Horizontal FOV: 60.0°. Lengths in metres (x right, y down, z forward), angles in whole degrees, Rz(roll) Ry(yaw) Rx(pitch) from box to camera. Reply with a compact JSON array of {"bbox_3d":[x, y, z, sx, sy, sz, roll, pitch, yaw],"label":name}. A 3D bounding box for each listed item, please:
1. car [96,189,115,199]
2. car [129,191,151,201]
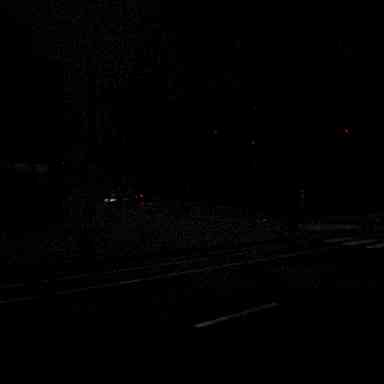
[{"bbox_3d":[-14.204,0.230,53.717,2.033,1.411,5.357,0,3,-35],"label":"car"},{"bbox_3d":[-7.754,0.572,49.392,1.812,1.442,4.674,0,3,-35],"label":"car"}]
